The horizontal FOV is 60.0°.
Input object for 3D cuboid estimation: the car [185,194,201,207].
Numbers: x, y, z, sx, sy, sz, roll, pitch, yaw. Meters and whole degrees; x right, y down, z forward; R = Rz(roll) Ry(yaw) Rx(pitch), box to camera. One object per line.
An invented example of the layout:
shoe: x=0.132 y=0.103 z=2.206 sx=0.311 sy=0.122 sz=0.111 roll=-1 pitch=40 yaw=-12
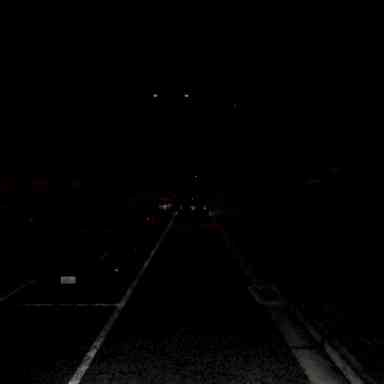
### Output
car: x=0.121 y=0.966 z=39.640 sx=1.895 sy=1.301 sz=4.718 roll=0 pitch=1 yaw=0

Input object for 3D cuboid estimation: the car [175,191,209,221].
car: x=0.105 y=1.047 z=23.933 sx=2.097 sy=1.767 sz=4.553 roll=0 pitch=1 yaw=1

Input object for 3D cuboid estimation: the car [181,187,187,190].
car: x=-2.583 y=0.120 z=70.158 sx=1.887 sy=1.381 sz=4.507 roll=1 pitch=2 yaw=0

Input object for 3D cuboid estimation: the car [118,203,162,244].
car: x=-2.631 y=1.412 z=14.802 sx=1.947 sy=1.339 sz=4.313 roll=0 pitch=1 yaw=0

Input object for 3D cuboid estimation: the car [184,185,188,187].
car: x=-2.573 y=-0.259 z=81.052 sx=1.752 sy=1.417 sz=4.829 roll=1 pitch=2 yaw=0

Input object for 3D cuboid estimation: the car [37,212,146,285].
car: x=-2.636 y=1.481 z=9.261 sx=1.947 sy=1.339 sz=4.313 roll=0 pitch=1 yaw=0

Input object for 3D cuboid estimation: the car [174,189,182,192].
car: x=-2.606 y=0.743 z=42.480 sx=1.967 sy=1.590 sz=4.097 roll=0 pitch=1 yaw=0

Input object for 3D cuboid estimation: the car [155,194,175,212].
car: x=-2.615 y=1.124 z=31.419 sx=1.802 sy=1.307 sz=4.206 roll=0 pitch=1 yaw=0

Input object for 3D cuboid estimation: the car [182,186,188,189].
car: x=-2.578 y=-0.057 z=75.691 sx=1.887 sy=1.381 sz=4.507 roll=1 pitch=2 yaw=0

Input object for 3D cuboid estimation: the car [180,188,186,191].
car: x=-2.593 y=0.449 z=59.091 sx=2.008 sy=1.369 sz=4.403 roll=1 pitch=2 yaw=0

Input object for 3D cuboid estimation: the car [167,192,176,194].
car: x=-2.611 y=0.989 z=36.950 sx=1.947 sy=1.339 sz=4.313 roll=0 pitch=1 yaw=0
